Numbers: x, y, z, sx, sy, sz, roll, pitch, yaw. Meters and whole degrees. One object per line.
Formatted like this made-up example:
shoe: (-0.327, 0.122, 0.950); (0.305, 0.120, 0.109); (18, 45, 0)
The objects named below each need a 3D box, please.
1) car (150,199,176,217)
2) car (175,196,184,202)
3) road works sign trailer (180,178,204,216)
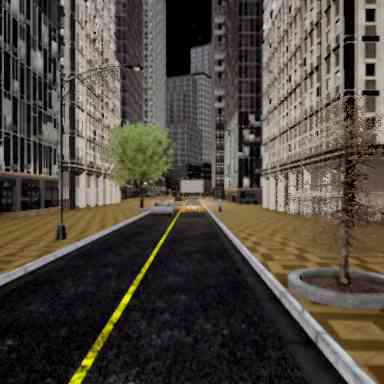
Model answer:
car: (-2.856, 1.596, 31.864); (1.895, 1.301, 4.718); (0, 0, 0)
car: (-2.772, 1.529, 72.552); (1.994, 1.385, 4.181); (0, 0, 0)
road works sign trailer: (-0.010, 0.460, 32.823); (2.380, 3.560, 2.880); (0, 0, 0)
